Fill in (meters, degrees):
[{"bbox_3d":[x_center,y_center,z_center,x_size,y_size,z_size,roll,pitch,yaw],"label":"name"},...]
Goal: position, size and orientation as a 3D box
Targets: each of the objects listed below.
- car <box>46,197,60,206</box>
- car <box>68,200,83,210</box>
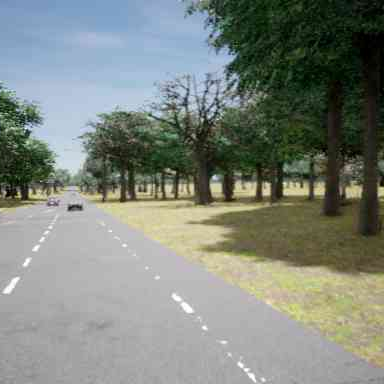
[{"bbox_3d":[-24.201,1.699,57.988,2.128,1.511,4.902,-1,1,-18],"label":"car"},{"bbox_3d":[-15.547,1.718,44.319,1.895,1.301,4.718,-2,1,-20],"label":"car"}]
